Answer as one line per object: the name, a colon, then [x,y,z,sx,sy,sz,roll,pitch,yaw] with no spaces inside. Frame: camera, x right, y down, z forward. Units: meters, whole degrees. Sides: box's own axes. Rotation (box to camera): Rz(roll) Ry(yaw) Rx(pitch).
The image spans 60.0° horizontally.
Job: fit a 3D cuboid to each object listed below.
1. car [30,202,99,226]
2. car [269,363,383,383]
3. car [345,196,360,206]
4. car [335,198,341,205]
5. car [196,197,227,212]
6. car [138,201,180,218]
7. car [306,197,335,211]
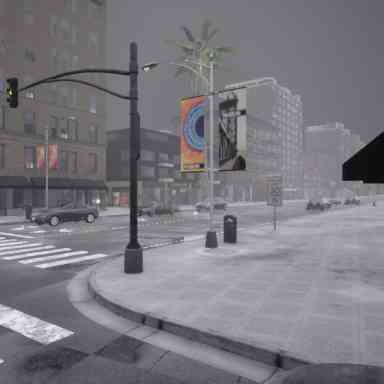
car: [-8.905,1.520,23.555,1.837,1.490,4.892,0,0,35]
car: [2.218,1.551,1.268,4.403,1.369,2.008,0,0,35]
car: [29.189,1.503,60.385,2.097,1.767,4.553,0,0,33]
car: [26.381,1.710,62.054,1.994,1.385,4.181,0,0,35]
car: [2.361,1.404,39.546,2.097,1.767,4.553,0,0,35]
car: [-3.286,1.579,31.536,2.033,1.411,5.357,0,0,35]
car: [15.886,1.440,41.493,2.097,1.767,4.553,0,0,35]
